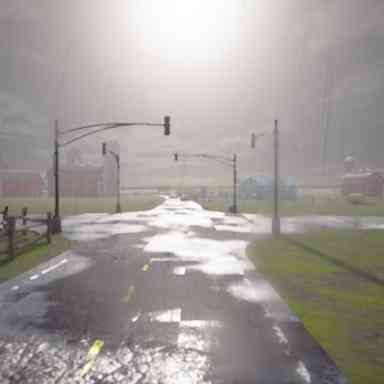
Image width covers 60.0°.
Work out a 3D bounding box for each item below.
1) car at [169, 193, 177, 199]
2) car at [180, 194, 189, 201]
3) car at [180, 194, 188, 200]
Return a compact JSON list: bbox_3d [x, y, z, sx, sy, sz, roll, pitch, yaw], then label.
[{"bbox_3d":[-4.586,1.073,81.355,1.812,1.442,4.674,0,0,-3],"label":"car"},{"bbox_3d":[-1.605,1.519,77.351,1.895,1.301,4.718,0,0,-3],"label":"car"},{"bbox_3d":[-2.200,1.346,87.336,1.837,1.490,4.892,0,0,-4],"label":"car"}]
